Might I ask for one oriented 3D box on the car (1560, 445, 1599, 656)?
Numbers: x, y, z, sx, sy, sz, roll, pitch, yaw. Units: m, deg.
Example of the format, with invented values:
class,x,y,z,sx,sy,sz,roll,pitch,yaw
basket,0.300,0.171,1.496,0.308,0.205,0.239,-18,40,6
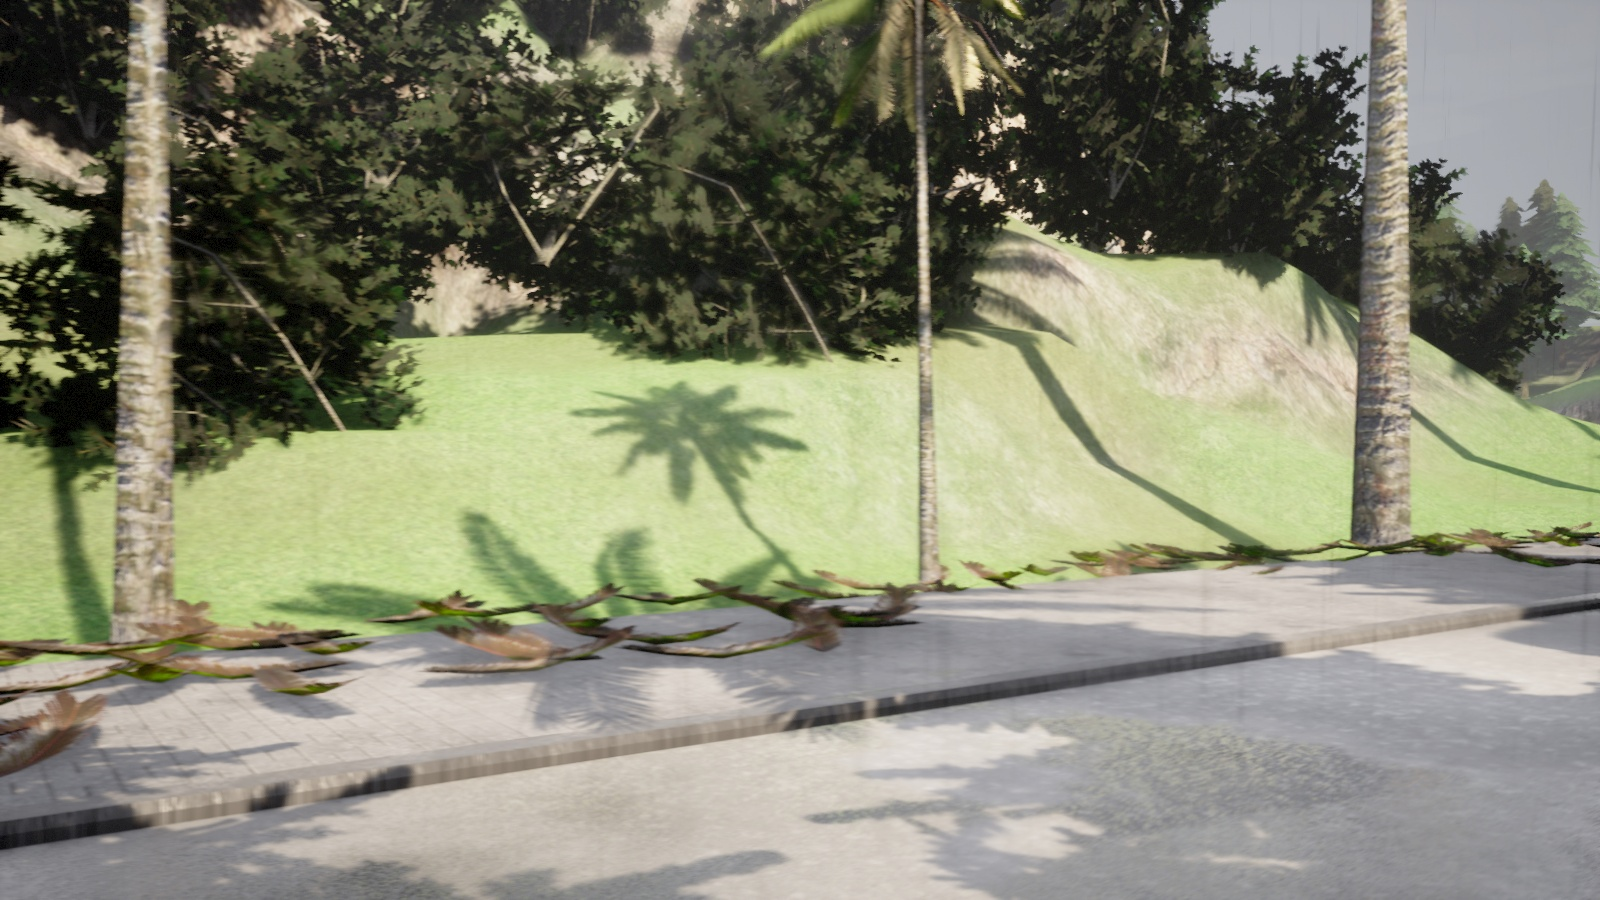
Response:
class,x,y,z,sx,sy,sz,roll,pitch,yaw
car,8.261,0.729,10.017,5.008,1.535,1.882,0,0,-35
